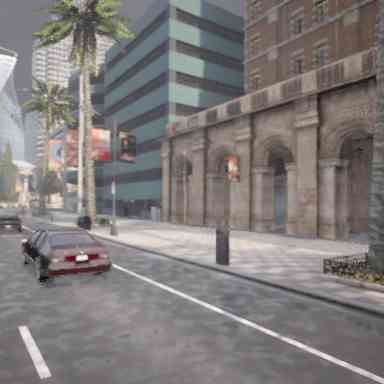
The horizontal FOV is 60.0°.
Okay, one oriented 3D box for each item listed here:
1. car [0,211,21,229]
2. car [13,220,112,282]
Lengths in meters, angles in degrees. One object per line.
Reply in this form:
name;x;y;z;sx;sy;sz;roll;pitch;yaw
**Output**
car;-14.093;2.189;25.086;1.837;1.490;4.892;2;-2;-34
car;-4.345;1.862;10.972;2.033;1.411;5.357;2;-2;-34
